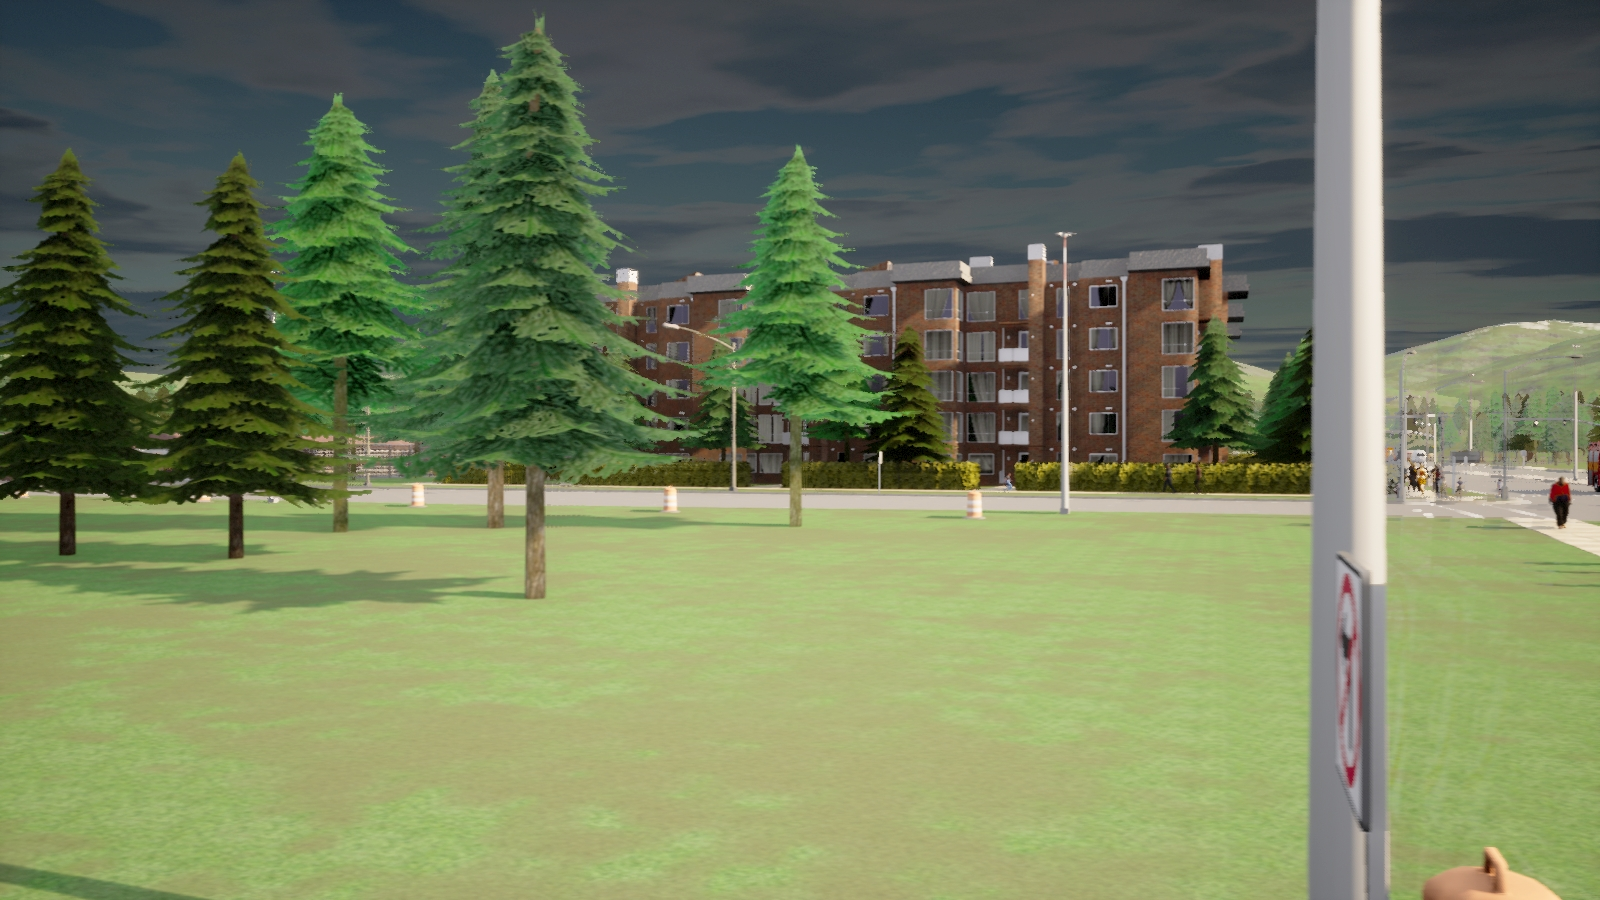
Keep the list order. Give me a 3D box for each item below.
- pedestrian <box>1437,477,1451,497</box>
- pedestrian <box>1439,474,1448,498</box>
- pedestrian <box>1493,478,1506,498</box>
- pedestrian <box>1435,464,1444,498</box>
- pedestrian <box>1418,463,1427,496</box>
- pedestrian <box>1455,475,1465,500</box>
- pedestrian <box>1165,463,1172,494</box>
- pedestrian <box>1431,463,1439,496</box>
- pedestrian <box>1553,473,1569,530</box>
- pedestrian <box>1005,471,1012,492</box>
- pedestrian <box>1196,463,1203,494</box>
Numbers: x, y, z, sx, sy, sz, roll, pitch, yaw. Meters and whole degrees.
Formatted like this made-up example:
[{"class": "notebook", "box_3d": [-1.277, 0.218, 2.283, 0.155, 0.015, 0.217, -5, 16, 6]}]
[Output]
[{"class": "pedestrian", "box_3d": [36.487, 2.078, 64.752, 0.500, 1.100, 0.500, 0, 0, 2]}, {"class": "pedestrian", "box_3d": [34.998, 1.977, 62.116, 0.375, 1.300, 0.375, 0, 0, 17]}, {"class": "pedestrian", "box_3d": [38.221, 2.064, 62.445, 0.500, 1.100, 0.500, 0, 0, 19]}, {"class": "pedestrian", "box_3d": [35.380, 1.696, 63.220, 0.375, 1.860, 0.375, 0, 0, 26]}, {"class": "pedestrian", "box_3d": [35.957, 1.697, 66.000, 0.375, 1.860, 0.375, 0, 0, 18]}, {"class": "pedestrian", "box_3d": [34.803, 1.978, 60.261, 0.375, 1.300, 0.375, 0, 0, 12]}, {"class": "pedestrian", "box_3d": [22.183, 1.697, 68.710, 0.375, 1.860, 0.375, 0, 0, 20]}, {"class": "pedestrian", "box_3d": [36.351, 1.696, 65.404, 0.375, 1.860, 0.375, 0, 0, 34]}, {"class": "pedestrian", "box_3d": [25.217, 1.696, 37.855, 0.375, 1.860, 0.375, 0, 0, 24]}, {"class": "pedestrian", "box_3d": [13.119, 1.977, 72.002, 0.375, 1.300, 0.375, 0, 0, 20]}, {"class": "pedestrian", "box_3d": [23.806, 1.697, 68.077, 0.375, 1.860, 0.375, 0, 0, 20]}]
